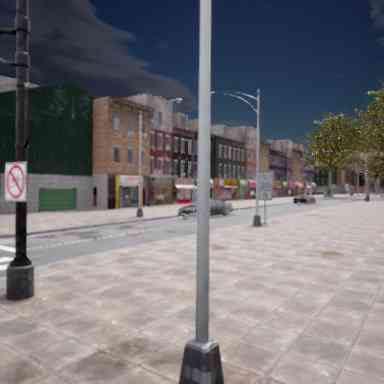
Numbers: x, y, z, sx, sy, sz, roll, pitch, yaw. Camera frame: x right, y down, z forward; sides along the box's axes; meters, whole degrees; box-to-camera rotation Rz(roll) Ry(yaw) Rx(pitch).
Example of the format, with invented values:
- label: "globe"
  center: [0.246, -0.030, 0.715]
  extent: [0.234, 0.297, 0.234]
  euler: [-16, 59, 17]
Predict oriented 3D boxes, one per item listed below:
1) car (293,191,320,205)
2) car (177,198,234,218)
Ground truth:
- label: "car"
  center: [14.852, 0.958, 43.808]
  extent: [1.895, 1.301, 4.718]
  euler: [1, 1, 36]
- label: "car"
  center: [1.168, 1.185, 24.783]
  extent: [2.033, 1.411, 5.357]
  euler: [1, 1, 36]
